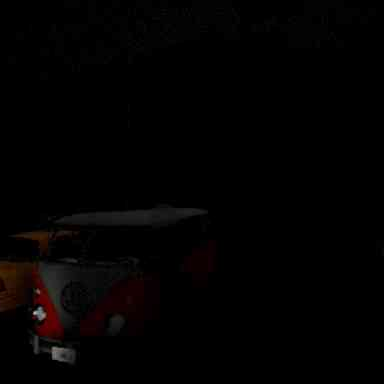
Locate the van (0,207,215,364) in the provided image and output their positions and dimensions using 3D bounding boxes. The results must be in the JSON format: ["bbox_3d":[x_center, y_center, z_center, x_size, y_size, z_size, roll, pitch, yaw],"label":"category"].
[{"bbox_3d":[-0.854,1.289,5.891,1.878,1.987,4.442,0,-1,15],"label":"van"}]

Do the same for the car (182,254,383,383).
[{"bbox_3d":[1.632,1.521,4.282,2.163,1.488,4.792,0,-1,15],"label":"car"}]
